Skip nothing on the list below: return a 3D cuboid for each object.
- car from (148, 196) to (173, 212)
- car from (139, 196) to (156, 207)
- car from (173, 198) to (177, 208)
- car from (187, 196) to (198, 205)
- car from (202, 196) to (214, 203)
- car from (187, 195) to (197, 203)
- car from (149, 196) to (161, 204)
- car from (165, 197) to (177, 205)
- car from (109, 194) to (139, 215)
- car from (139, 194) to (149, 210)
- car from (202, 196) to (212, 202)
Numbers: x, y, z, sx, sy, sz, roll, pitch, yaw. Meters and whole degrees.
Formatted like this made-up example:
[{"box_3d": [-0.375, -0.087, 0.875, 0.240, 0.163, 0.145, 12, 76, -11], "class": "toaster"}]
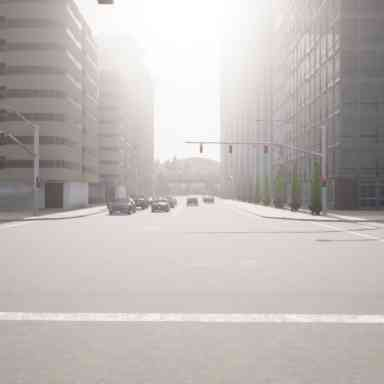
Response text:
[{"box_3d": [-3.630, 1.505, 38.896, 1.837, 1.490, 4.892, 0, 0, 0], "class": "car"}, {"box_3d": [-7.131, 1.491, 53.946, 2.128, 1.511, 4.902, 0, 0, 0], "class": "car"}, {"box_3d": [-3.633, 1.352, 48.100, 2.097, 1.767, 4.553, 0, 0, 0], "class": "car"}, {"box_3d": [0.057, 1.506, 56.974, 1.837, 1.490, 4.892, 0, 0, 0], "class": "car"}, {"box_3d": [3.448, 1.505, 67.456, 1.837, 1.490, 4.892, 0, 0, 0], "class": "car"}, {"box_3d": [0.047, 1.478, 68.103, 1.882, 1.535, 5.008, 0, 0, 0], "class": "car"}, {"box_3d": [-7.095, 1.505, 64.385, 1.837, 1.490, 4.892, 0, 0, 0], "class": "car"}, {"box_3d": [-3.623, 1.601, 57.869, 1.895, 1.301, 4.718, 0, 0, 0], "class": "car"}, {"box_3d": [-7.127, 1.352, 34.397, 2.097, 1.767, 4.553, 0, 0, 0], "class": "car"}, {"box_3d": [-7.131, 1.221, 43.986, 2.150, 2.045, 5.566, 0, 0, 0], "class": "car"}, {"box_3d": [3.442, 1.528, 76.123, 1.994, 1.385, 4.181, 0, 0, 0], "class": "car"}]
